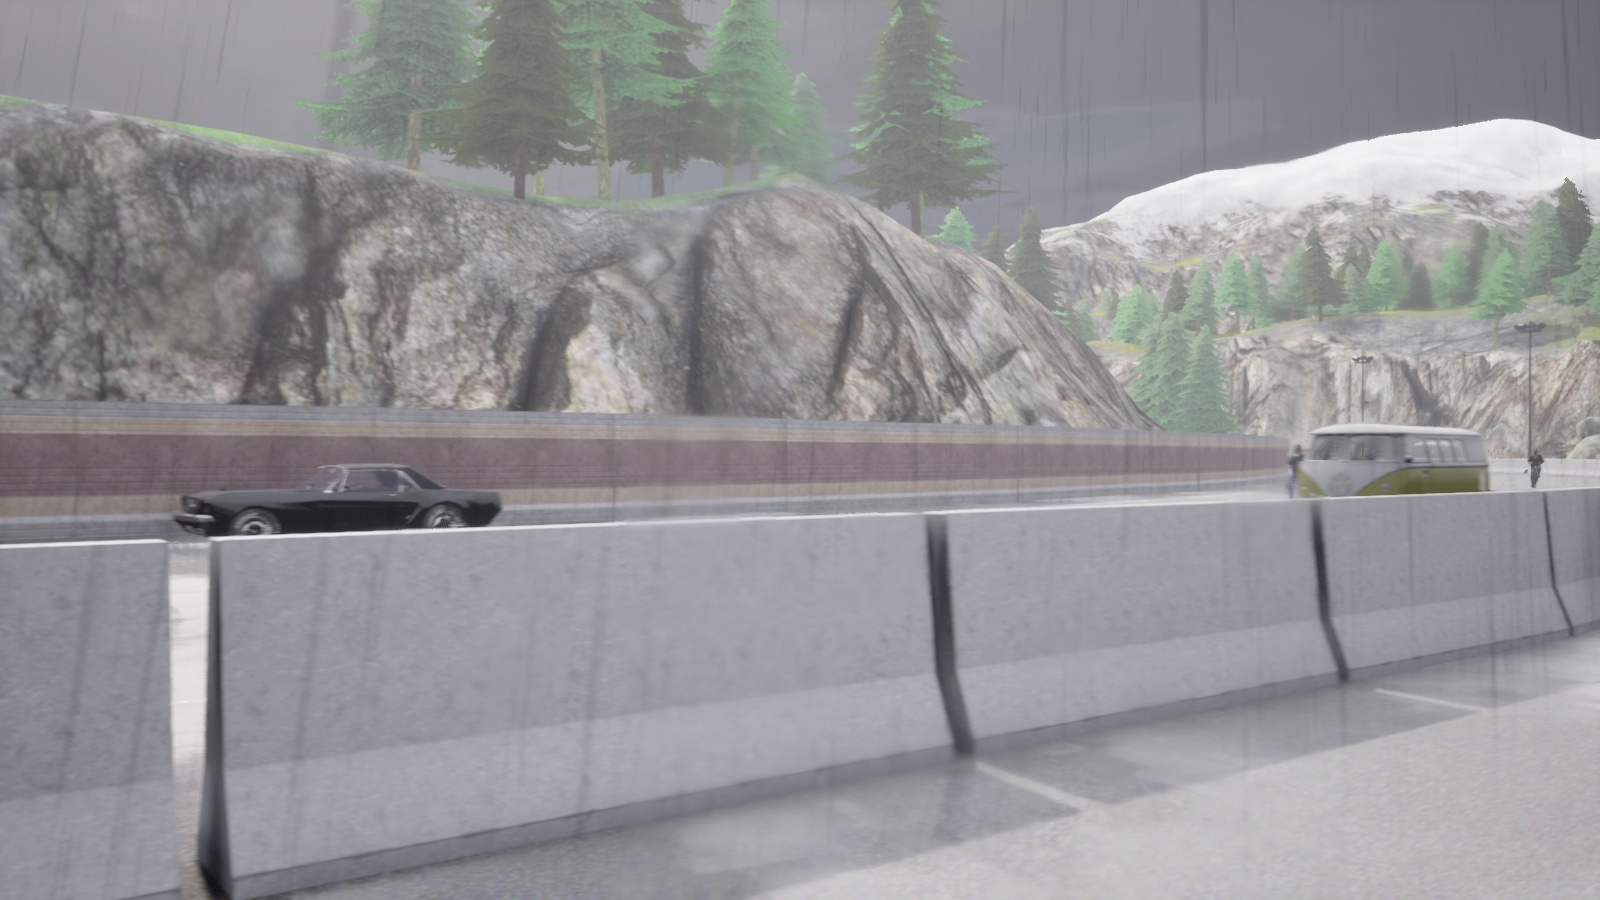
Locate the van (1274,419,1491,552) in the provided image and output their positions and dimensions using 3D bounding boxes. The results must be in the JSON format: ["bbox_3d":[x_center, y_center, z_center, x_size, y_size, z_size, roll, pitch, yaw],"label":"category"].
[{"bbox_3d":[9.777,0.529,20.904,4.442,1.987,1.775,0,0,-44],"label":"van"}]

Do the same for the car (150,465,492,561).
[{"bbox_3d":[-7.495,0.911,19.892,4.718,1.301,1.895,0,0,-38],"label":"car"}]
